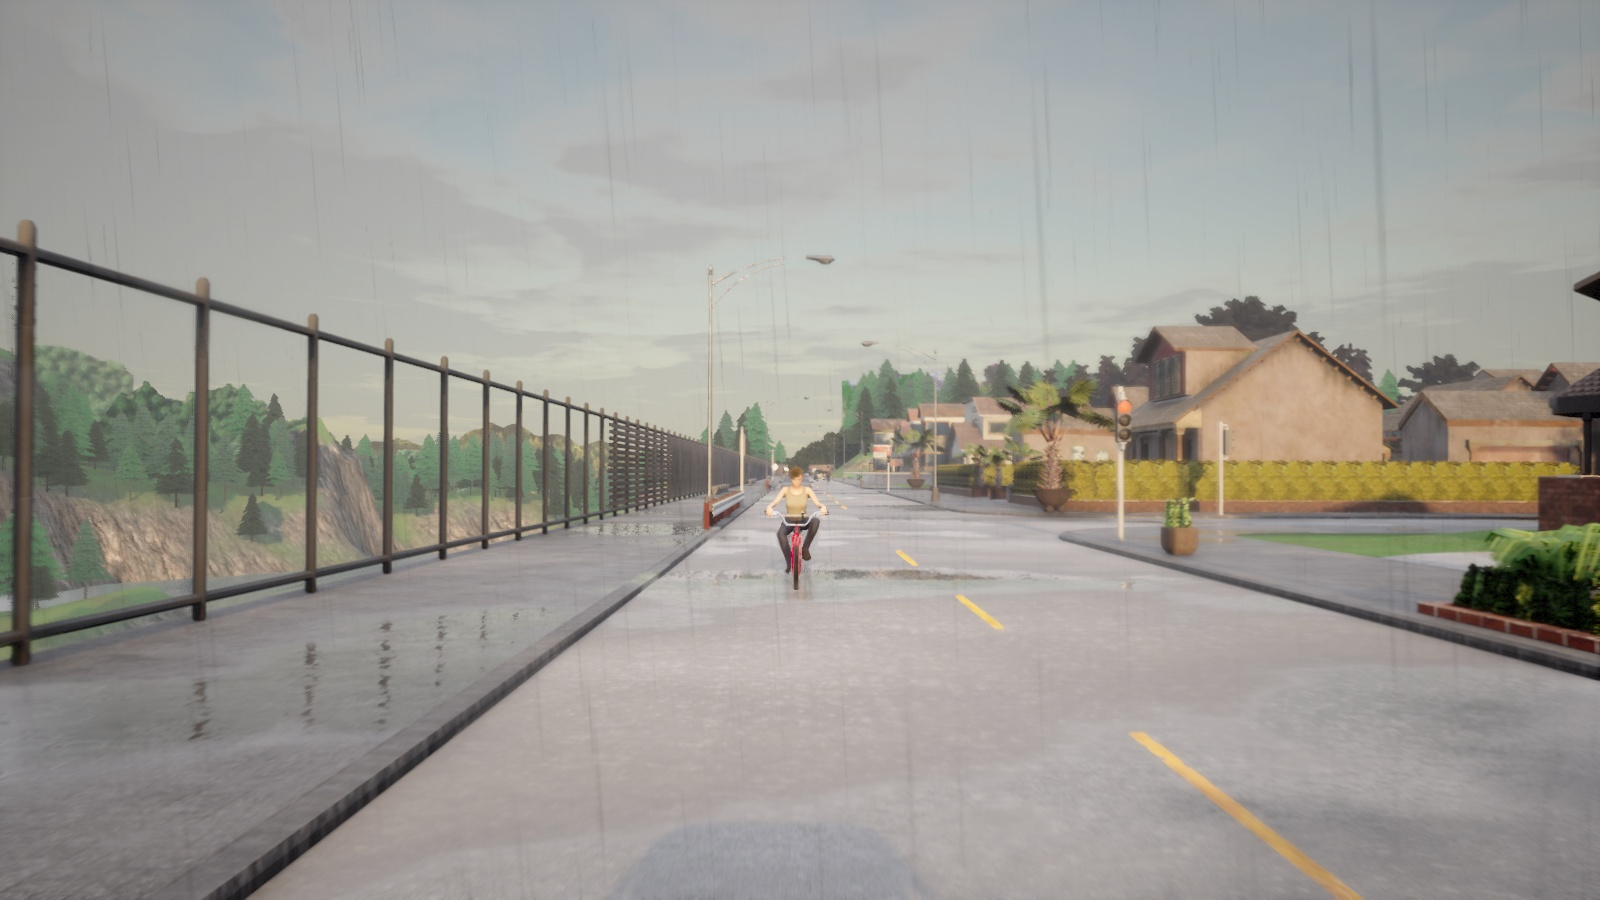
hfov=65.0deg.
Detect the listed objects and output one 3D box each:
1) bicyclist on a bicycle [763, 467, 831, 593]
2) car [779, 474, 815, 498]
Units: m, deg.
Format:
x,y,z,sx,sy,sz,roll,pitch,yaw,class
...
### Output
x,y,z,sx,sy,sz,roll,pitch,yaw,class
-0.038,1.034,16.852,0.866,1.612,1.509,0,-1,0,bicyclist on a bicycle
-0.193,2.112,74.612,2.033,1.411,5.357,0,-1,0,car
